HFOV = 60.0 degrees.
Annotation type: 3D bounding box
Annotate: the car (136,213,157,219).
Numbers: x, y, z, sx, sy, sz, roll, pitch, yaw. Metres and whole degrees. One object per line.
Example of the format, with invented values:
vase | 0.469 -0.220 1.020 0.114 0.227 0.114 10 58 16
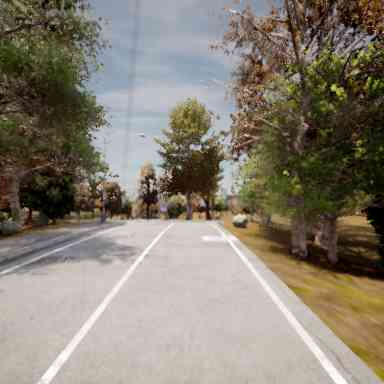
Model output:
car | -10.557 5.631 76.558 4.892 1.490 1.837 2 -5 -29
